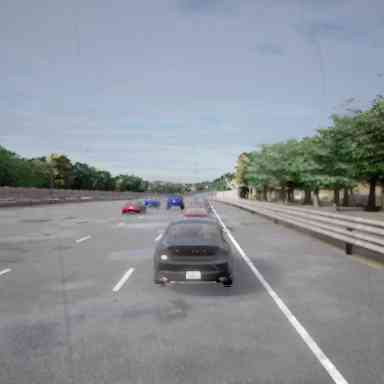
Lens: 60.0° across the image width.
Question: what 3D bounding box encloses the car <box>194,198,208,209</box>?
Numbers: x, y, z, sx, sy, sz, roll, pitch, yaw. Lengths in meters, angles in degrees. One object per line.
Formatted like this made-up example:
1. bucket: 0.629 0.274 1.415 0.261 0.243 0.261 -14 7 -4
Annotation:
1. car: 1.292 1.638 47.116 1.812 1.442 4.674 0 0 2

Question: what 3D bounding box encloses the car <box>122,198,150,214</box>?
1. car: -6.085 1.579 35.531 1.994 1.385 4.181 0 0 2

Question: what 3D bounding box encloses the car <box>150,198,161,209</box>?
1. car: -5.677 1.574 48.136 1.882 1.535 5.008 0 0 2

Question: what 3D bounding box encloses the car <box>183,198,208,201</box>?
1. car: 0.516 1.477 26.851 1.837 1.490 4.892 0 0 2

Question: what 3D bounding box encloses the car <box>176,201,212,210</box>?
1. car: 0.273 1.483 19.418 1.812 1.442 4.674 0 0 2

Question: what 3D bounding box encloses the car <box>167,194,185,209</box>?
1. car: -2.240 1.312 45.781 2.150 2.045 5.566 0 0 1

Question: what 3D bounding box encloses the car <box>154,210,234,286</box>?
1. car: 0.053 1.472 9.314 1.837 1.490 4.892 0 0 1
